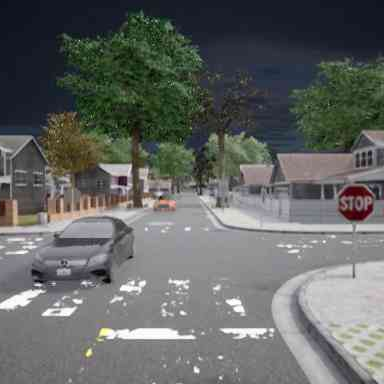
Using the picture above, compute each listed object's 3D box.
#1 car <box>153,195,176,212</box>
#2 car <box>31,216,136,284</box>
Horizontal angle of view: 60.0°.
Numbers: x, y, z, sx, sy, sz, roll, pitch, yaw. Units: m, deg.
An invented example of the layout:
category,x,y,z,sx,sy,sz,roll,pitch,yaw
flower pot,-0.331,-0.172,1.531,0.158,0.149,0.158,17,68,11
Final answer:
category,x,y,z,sx,sy,sz,roll,pitch,yaw
car,-2.755,1.068,34.241,2.097,1.767,4.553,0,0,0
car,-2.755,1.453,9.468,1.812,1.442,4.674,0,0,0
